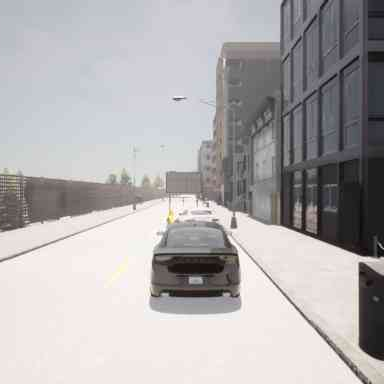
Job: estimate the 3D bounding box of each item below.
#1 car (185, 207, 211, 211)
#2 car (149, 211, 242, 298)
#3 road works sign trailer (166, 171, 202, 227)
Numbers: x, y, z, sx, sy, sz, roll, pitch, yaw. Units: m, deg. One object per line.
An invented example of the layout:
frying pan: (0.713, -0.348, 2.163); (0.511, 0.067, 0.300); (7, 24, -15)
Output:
car: (0.302, 1.542, 17.951); (1.812, 1.442, 4.674); (0, -1, -7)
car: (0.067, 1.477, 8.596); (1.882, 1.535, 5.008); (0, 0, 0)
road works sign trailer: (-0.570, 0.464, 21.454); (2.380, 3.560, 2.880); (0, 0, -16)
